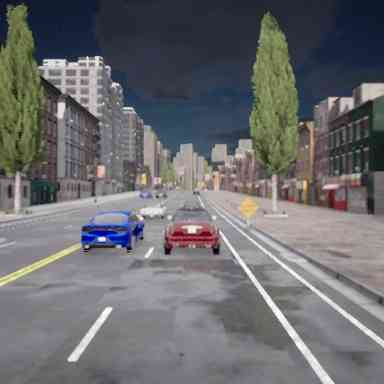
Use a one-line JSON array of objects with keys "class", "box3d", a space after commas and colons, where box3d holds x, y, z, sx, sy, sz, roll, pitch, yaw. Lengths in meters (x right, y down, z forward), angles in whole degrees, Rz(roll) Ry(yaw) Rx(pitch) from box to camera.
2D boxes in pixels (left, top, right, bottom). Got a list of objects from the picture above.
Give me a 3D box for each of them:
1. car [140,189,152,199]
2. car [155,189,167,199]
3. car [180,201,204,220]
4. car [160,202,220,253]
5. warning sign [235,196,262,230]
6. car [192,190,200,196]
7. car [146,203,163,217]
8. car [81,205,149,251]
[{"class": "car", "box3d": [-9.752, 0.380, 70.959, 2.150, 2.045, 5.566, 0, 1, 0]}, {"class": "car", "box3d": [-6.502, 0.380, 70.959, 2.150, 2.045, 5.566, 0, 1, 0]}, {"class": "car", "box3d": [0.005, 1.574, 29.337, 1.994, 1.385, 4.181, 0, 1, 0]}, {"class": "car", "box3d": [0.002, 1.418, 14.072, 2.097, 1.767, 4.553, 0, 0, 0]}, {"class": "warning sign", "box3d": [3.212, 1.184, 19.060, 1.300, 1.860, 1.060, -1, -1, 0]}, {"class": "car", "box3d": [1.136, 0.168, 89.049, 1.882, 1.535, 5.008, 0, 2, 0]}, {"class": "car", "box3d": [-3.249, 1.613, 29.102, 1.895, 1.301, 4.718, 0, 1, 0]}, {"class": "car", "box3d": [-3.245, 1.545, 14.469, 1.882, 1.535, 5.008, 0, 0, 0]}]
